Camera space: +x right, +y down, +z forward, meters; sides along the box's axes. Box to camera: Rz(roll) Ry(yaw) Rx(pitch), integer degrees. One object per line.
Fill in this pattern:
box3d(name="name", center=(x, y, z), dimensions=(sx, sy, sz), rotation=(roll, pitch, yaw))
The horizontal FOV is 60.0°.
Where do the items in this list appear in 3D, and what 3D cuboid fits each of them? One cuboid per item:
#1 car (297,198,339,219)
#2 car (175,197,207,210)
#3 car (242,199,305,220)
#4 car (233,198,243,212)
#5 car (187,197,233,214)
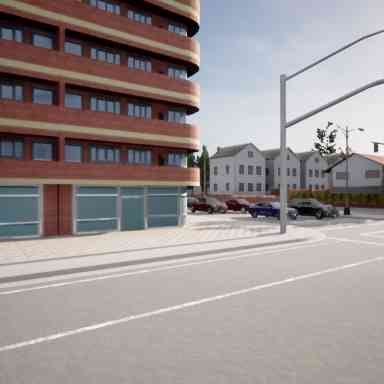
box3d(name="car", center=(10.427, 1.352, 29.072), dimensions=(2.097, 1.767, 4.553), rotation=(0, 0, -35))
box3d(name="car", center=(-0.210, 1.505, 44.434), dimensions=(1.837, 1.490, 4.892), rotation=(0, 0, -35))
box3d(name="car", center=(6.792, 1.526, 28.178), dimensions=(1.812, 1.442, 4.674), rotation=(0, 0, -35))
box3d(name="car", center=(5.174, 1.478, 36.646), dimensions=(1.882, 1.535, 5.008), rotation=(0, 0, -35))
box3d(name="car", center=(1.795, 1.352, 35.374), dimensions=(2.097, 1.767, 4.553), rotation=(0, 0, -34))
